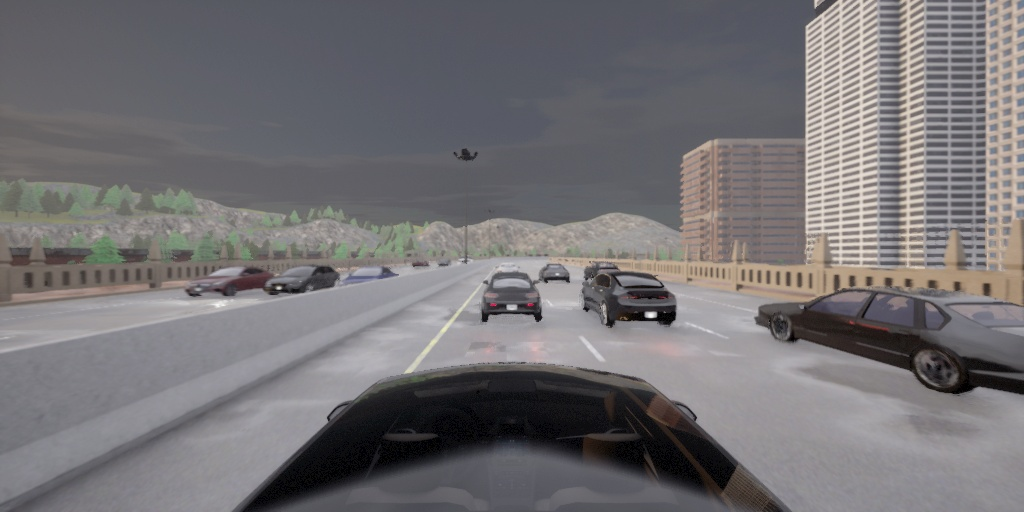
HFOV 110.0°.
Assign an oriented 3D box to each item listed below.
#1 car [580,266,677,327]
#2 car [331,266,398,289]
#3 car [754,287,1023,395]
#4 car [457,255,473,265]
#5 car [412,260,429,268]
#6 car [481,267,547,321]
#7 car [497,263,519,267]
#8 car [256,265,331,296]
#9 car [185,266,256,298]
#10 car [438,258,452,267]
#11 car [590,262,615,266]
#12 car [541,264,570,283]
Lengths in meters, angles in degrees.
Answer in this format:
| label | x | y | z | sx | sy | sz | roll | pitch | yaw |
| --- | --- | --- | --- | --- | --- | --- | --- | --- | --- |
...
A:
| label | x | y | z | sx | sy | sz | roll | pitch | yaw |
| --- | --- | --- | --- | --- | --- | --- | --- | --- | --- |
| car | 3.479 | 1.235 | 11.484 | 1.837 | 1.490 | 4.892 | 0 | 0 | -1 |
| car | -7.333 | 1.251 | 18.791 | 1.812 | 1.442 | 4.674 | 0 | 0 | -1 |
| car | 7.049 | 1.284 | 6.558 | 2.033 | 1.411 | 5.357 | 0 | 0 | -1 |
| car | -8.026 | 0.874 | 61.912 | 2.150 | 2.045 | 5.566 | 0 | 0 | 0 |
| car | -14.985 | 1.262 | 58.883 | 1.895 | 1.301 | 4.718 | 0 | 0 | 0 |
| car | -0.034 | 1.257 | 12.273 | 1.812 | 1.442 | 4.674 | 0 | 0 | -1 |
| car | -0.310 | 1.230 | 28.018 | 1.812 | 1.442 | 4.674 | 0 | 0 | -1 |
| car | -10.838 | 1.232 | 19.020 | 1.837 | 1.490 | 4.892 | 0 | 0 | -1 |
| car | -14.331 | 1.256 | 18.653 | 1.812 | 1.442 | 4.674 | 0 | 0 | -1 |
| car | -11.526 | 1.156 | 61.825 | 1.837 | 1.490 | 4.892 | 0 | 0 | 0 |
| car | 6.721 | 1.193 | 27.064 | 2.128 | 1.511 | 4.902 | 0 | 0 | -1 |
| car | 3.211 | 1.267 | 27.583 | 1.994 | 1.385 | 4.181 | 0 | 0 | -1 |
